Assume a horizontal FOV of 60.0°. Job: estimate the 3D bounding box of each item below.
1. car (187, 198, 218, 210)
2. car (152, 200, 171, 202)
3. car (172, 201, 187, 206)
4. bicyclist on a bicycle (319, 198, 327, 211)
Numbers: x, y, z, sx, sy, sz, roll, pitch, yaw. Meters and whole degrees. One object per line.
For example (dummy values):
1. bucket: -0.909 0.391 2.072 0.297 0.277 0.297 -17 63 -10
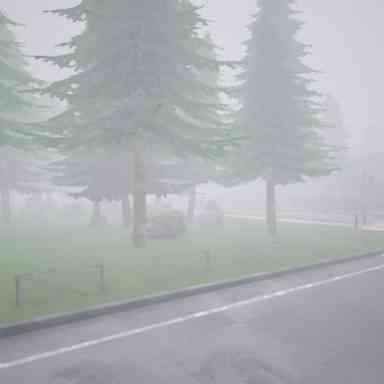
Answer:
1. car: 1.712 1.516 45.818 2.097 1.767 4.553 0 0 -32
2. car: -5.989 1.293 59.931 1.882 1.535 5.008 0 0 -24
3. car: -1.233 1.641 58.442 1.882 1.535 5.008 0 0 -26
4. bicyclist on a bicycle: 15.337 1.472 38.946 1.656 1.620 0.582 0 0 -35
